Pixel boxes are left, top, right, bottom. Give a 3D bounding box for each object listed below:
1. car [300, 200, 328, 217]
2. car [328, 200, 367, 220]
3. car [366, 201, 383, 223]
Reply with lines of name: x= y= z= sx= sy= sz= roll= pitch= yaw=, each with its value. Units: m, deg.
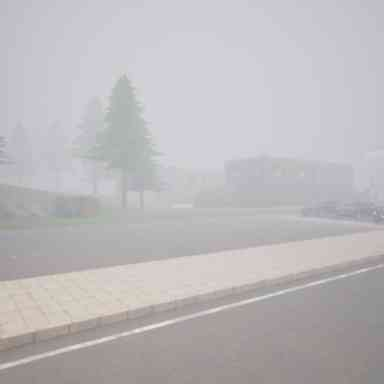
car: x=12.131 y=1.503 z=30.937 sx=4.892 sy=1.490 sz=1.837 roll=0 pitch=0 yaw=-35
car: x=13.838 y=1.501 z=27.861 sx=4.892 sy=1.490 sz=1.837 roll=1 pitch=0 yaw=-35
car: x=15.274 y=1.500 z=24.596 sx=4.892 sy=1.490 sz=1.837 roll=1 pitch=0 yaw=-35
